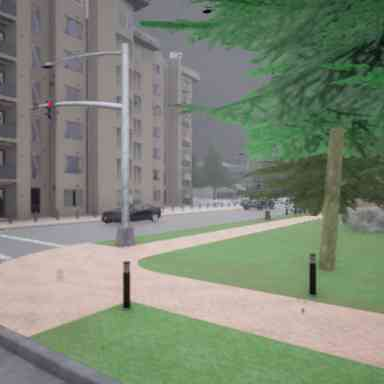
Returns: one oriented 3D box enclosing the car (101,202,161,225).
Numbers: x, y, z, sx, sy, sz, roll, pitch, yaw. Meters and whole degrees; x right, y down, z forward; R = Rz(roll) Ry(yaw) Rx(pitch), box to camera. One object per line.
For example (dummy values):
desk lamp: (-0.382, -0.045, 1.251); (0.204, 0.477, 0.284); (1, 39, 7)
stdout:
car: (-4.409, 1.527, 24.639); (1.882, 1.535, 5.008); (0, 0, 37)

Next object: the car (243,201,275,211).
car: (8.476, 1.273, 41.859); (2.150, 2.045, 5.566); (0, 0, 37)
